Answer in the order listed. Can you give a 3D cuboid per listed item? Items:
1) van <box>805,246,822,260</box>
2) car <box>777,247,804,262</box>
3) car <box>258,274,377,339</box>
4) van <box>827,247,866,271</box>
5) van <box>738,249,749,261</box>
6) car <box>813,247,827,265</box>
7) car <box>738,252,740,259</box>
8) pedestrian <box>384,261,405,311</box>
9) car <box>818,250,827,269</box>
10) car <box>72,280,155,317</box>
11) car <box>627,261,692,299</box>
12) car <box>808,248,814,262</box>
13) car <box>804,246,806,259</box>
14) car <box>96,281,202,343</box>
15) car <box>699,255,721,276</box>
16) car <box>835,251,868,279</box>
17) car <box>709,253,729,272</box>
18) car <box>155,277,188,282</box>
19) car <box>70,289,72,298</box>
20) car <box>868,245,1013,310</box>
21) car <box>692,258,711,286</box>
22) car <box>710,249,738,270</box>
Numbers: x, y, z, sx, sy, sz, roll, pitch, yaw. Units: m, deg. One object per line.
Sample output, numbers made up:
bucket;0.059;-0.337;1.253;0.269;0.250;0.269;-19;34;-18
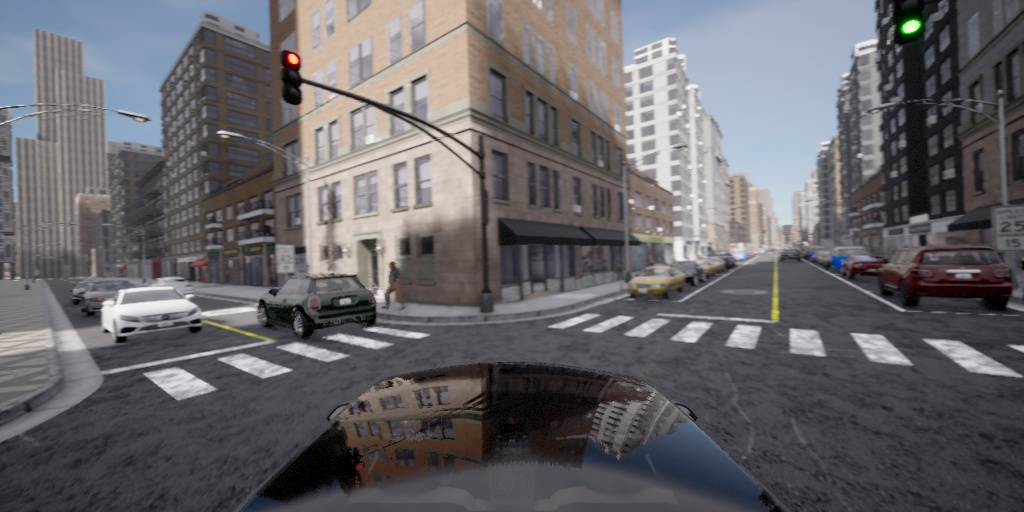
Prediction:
van;37.203;-0.273;43.565;1.690;1.789;3.998;0;0;36
car;35.378;-0.193;45.629;2.097;1.767;4.553;-2;0;36
car;-6.250;1.346;11.326;4.553;1.767;2.097;-2;0;40
van;23.795;0.230;25.347;1.690;1.789;3.998;0;0;36
van;33.704;-0.141;53.187;1.690;1.789;3.998;0;0;36
car;30.600;0.164;34.593;1.751;1.417;4.829;0;0;36
car;23.650;0.478;39.527;1.802;1.307;4.207;0;0;36
pedestrian;-4.260;1.067;12.962;0.375;1.860;0.375;-2;0;37
car;27.147;0.346;29.901;1.802;1.307;4.207;0;0;36
car;-19.671;1.986;17.624;4.902;1.511;2.128;-2;0;37
car;6.794;1.044;16.623;1.751;1.417;4.829;0;0;36
car;33.851;0.095;39.011;1.802;1.307;4.207;0;0;36
car;40.555;-0.425;48.120;2.192;1.841;5.009;0;0;36
car;-11.618;1.715;11.494;4.674;1.442;1.812;-2;0;37
car;13.496;0.796;25.730;1.751;1.417;4.829;0;0;36
car;20.443;0.558;20.791;1.888;1.381;4.507;0;0;36
car;16.847;0.672;30.283;1.751;1.417;4.829;0;0;36
car;-23.146;2.159;24.288;4.674;1.442;1.812;-2;0;37
car;-27.939;2.352;23.926;5.357;1.411;2.033;-2;0;38
car;13.739;0.576;11.682;2.192;1.841;5.009;0;0;36
car;10.246;0.961;21.314;1.948;1.339;4.313;0;0;36
car;20.299;0.336;34.974;2.192;1.841;5.009;0;0;36
